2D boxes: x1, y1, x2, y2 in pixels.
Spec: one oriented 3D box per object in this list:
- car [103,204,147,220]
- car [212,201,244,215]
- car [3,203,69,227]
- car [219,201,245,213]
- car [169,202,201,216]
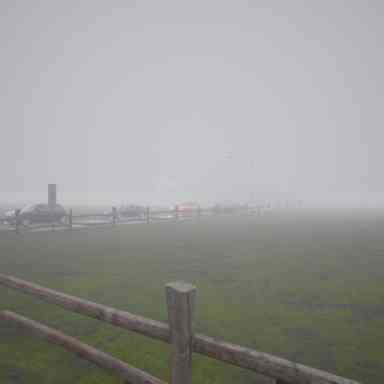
[{"bbox_3d":[-6.631,1.955,33.161,2.128,1.511,4.902,-1,-1,35],"label":"car"},{"bbox_3d":[4.562,2.063,43.903,2.097,1.767,4.553,-1,-1,35],"label":"car"},{"bbox_3d":[-11.952,1.650,25.633,2.097,1.767,4.553,-1,-1,35],"label":"car"},{"bbox_3d":[6.234,2.213,51.276,2.097,1.767,4.553,-1,-1,36],"label":"car"},{"bbox_3d":[-0.783,1.997,41.430,2.097,1.767,4.553,-1,-1,35],"label":"car"}]
